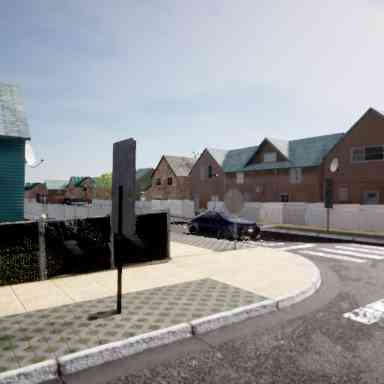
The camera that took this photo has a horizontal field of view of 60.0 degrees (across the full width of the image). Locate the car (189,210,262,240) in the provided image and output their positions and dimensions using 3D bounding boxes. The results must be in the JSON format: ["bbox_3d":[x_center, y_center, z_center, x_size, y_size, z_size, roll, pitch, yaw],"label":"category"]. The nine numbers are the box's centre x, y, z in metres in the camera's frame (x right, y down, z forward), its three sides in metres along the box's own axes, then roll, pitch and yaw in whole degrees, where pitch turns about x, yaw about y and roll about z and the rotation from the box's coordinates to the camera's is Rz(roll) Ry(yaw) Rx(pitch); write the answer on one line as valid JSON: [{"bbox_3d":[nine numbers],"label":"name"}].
[{"bbox_3d":[1.630,1.666,17.468,1.994,1.385,4.181,1,-1,-35],"label":"car"}]

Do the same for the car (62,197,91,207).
[{"bbox_3d":[-13.691,1.607,39.143,2.150,2.045,5.566,1,-1,-35],"label":"car"}]
